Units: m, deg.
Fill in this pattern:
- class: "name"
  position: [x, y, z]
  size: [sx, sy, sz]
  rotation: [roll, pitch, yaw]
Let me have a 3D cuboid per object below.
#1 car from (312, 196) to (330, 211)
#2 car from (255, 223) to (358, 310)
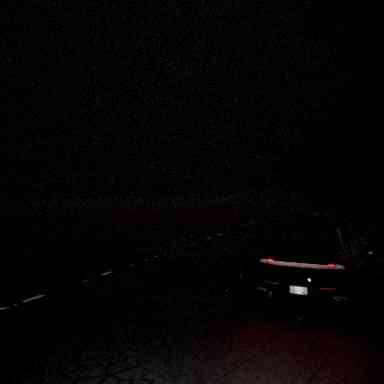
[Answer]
- class: "car"
  position: [18.725, 1.650, 48.152]
  size: [2.150, 2.045, 5.566]
  rotation: [0, -1, 19]
- class: "car"
  position: [2.844, 1.509, 8.019]
  size: [2.128, 1.511, 4.902]
  rotation: [0, 0, 24]
